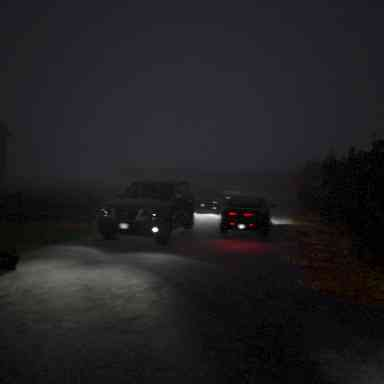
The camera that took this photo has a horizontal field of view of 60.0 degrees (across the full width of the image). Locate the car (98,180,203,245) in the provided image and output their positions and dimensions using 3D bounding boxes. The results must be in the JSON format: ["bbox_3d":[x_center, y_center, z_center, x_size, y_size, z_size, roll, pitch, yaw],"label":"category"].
[{"bbox_3d":[-1.371,0.569,12.603,2.150,2.045,5.566,2,3,14],"label":"car"}]

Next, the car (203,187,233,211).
[{"bbox_3d":[1.206,0.550,22.076,1.994,1.385,4.181,3,3,16],"label":"car"}]

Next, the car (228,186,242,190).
[{"bbox_3d":[4.009,0.135,32.033,1.812,1.442,4.674,3,3,16],"label":"car"}]

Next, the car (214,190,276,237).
[{"bbox_3d":[2.453,0.895,14.284,1.837,1.490,4.892,3,3,15],"label":"car"}]
